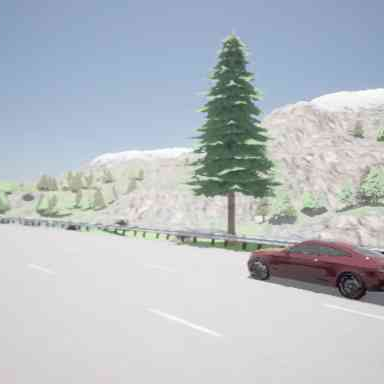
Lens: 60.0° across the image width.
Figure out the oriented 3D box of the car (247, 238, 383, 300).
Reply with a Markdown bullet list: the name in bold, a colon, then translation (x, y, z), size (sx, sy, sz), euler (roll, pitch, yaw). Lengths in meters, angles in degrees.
- **car**: translation (3.893, 2.158, 10.222), size (1.812, 1.442, 4.674), euler (4, -4, -43)
